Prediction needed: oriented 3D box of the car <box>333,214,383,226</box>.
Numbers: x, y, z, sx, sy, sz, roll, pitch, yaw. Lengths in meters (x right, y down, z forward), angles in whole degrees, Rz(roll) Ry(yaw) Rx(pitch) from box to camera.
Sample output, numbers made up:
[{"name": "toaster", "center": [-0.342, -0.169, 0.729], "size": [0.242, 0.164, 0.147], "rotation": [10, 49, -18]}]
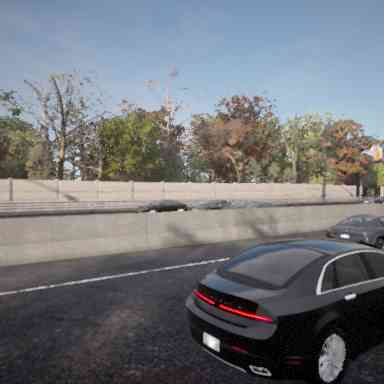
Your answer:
[{"name": "car", "center": [7.138, 1.568, 13.137], "size": [4.181, 1.385, 1.994], "rotation": [0, 0, -35]}]

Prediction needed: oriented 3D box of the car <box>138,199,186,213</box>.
[{"name": "car", "center": [-2.748, 1.482, 32.122], "size": [5.008, 1.535, 1.882], "rotation": [0, 0, -36]}]

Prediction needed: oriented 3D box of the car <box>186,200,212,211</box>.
[{"name": "car", "center": [2.206, 1.512, 31.357], "size": [4.892, 1.490, 1.837], "rotation": [0, 0, -35]}]

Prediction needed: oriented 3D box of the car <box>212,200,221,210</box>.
[{"name": "car", "center": [4.475, 1.500, 28.677], "size": [4.902, 1.511, 2.128], "rotation": [0, 0, -35]}]

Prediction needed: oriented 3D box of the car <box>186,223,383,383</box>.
[{"name": "car", "center": [2.198, 1.506, 5.313], "size": [4.892, 1.490, 1.837], "rotation": [0, 0, -35]}]

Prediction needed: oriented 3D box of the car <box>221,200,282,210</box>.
[{"name": "car", "center": [4.822, 1.484, 24.627], "size": [5.008, 1.535, 1.882], "rotation": [0, 0, -35]}]

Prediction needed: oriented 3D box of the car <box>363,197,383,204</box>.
[{"name": "car", "center": [30.552, 1.538, 55.789], "size": [4.902, 1.511, 2.128], "rotation": [0, 0, -35]}]
